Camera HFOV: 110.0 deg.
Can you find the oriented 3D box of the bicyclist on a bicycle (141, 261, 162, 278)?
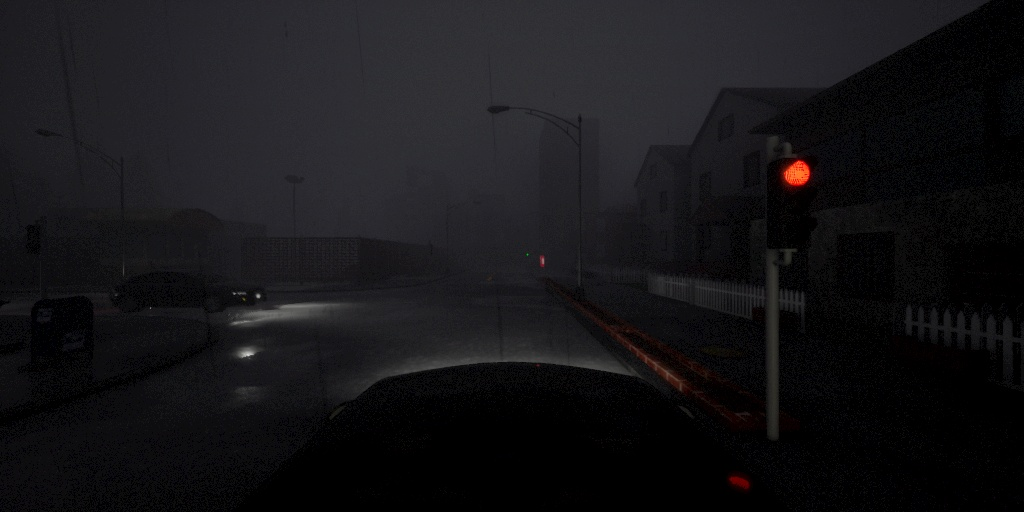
[{"bbox_3d":[-21.736,1.099,21.663,0.582,1.620,1.656,0,0,0],"label":"bicyclist on a bicycle"}]

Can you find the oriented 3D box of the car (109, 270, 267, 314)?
[{"bbox_3d":[-11.812,1.256,13.264,4.892,1.490,1.837,0,0,0],"label":"car"}]
